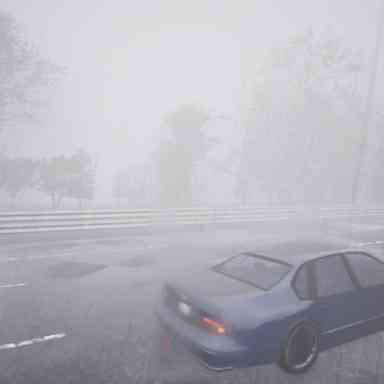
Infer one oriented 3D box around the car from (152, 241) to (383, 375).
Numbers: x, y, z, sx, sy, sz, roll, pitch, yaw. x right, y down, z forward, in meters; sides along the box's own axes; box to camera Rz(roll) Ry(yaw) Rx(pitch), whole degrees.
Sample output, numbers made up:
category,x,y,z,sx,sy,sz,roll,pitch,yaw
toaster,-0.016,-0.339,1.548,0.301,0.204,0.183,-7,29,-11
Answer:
category,x,y,z,sx,sy,sz,roll,pitch,yaw
car,2.076,1.562,5.535,5.357,1.411,2.033,0,0,-30
